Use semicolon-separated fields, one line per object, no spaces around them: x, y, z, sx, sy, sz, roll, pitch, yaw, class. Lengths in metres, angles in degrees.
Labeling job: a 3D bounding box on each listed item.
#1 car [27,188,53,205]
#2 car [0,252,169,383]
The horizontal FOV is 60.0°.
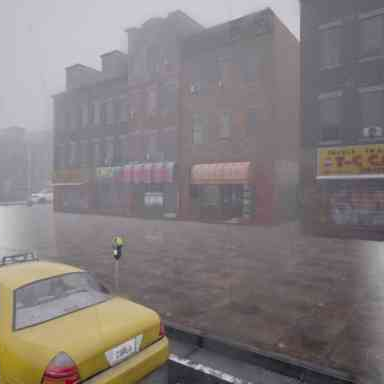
-19.102;0.540;44.677;2.150;2.045;5.566;0;2;35;car
-2.544;1.525;4.625;4.829;1.417;1.752;0;0;36;car
